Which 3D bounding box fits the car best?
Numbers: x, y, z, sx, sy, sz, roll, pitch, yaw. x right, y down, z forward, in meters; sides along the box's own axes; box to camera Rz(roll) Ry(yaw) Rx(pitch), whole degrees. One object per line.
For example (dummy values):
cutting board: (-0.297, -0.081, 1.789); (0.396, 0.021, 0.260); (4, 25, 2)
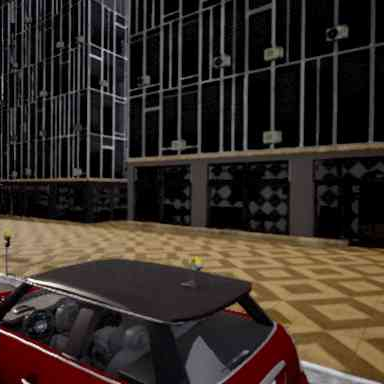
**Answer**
car: (-1.055, 1.440, 3.418); (4.097, 1.590, 1.967); (0, 1, 36)
